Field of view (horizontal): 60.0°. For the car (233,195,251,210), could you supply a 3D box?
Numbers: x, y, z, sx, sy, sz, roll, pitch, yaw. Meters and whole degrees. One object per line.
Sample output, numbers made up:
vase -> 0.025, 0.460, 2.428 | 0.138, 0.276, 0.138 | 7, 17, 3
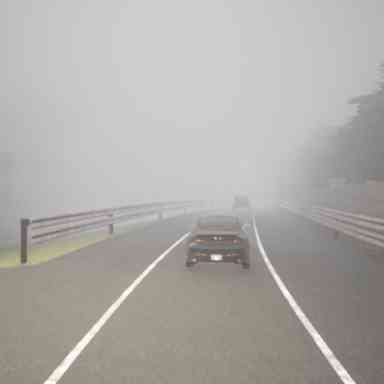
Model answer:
car -> 6.823, 1.460, 45.286 | 2.150, 2.045, 5.566 | 0, -1, 12

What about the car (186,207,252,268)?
car -> 0.926, 1.477, 11.208 | 1.837, 1.490, 4.892 | 0, 0, 7
